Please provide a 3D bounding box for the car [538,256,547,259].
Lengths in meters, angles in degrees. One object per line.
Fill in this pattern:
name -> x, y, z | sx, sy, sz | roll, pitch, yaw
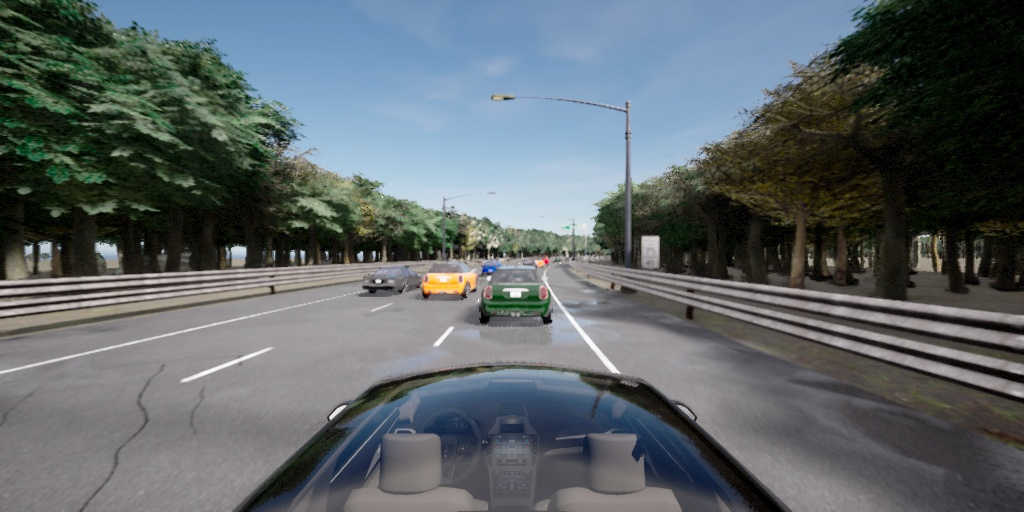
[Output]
car -> 4.269, 1.088, 59.511 | 2.097, 1.767, 4.553 | 0, 0, 8

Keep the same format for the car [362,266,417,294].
car -> -6.450, 1.291, 20.111 | 2.033, 1.411, 5.357 | 0, 0, 3

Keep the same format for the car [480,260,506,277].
car -> -1.848, 1.221, 36.300 | 1.882, 1.535, 5.008 | 0, 0, 5

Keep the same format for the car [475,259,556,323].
car -> 0.165, 1.101, 12.238 | 2.097, 1.767, 4.553 | 0, 0, 2

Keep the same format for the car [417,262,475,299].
car -> -3.009, 1.098, 18.244 | 2.097, 1.767, 4.553 | 0, 0, 2
